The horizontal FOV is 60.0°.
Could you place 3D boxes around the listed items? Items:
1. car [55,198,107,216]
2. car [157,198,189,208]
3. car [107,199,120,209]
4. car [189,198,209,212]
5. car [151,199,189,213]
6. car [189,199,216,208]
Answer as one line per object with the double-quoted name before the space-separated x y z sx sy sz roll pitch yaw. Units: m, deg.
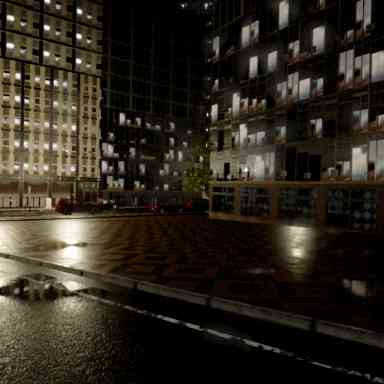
"car" -12.495 1.646 36.827 5.009 1.841 2.192 1 1 -34
"car" -3.021 1.785 52.823 4.829 1.417 1.752 1 1 -34
"car" -12.251 1.721 46.535 4.403 1.369 2.008 1 1 -34
"car" 1.559 1.782 46.404 5.009 1.841 2.192 1 1 -34
"car" -3.131 1.966 43.216 4.507 1.381 1.887 1 1 -34
"car" 1.803 1.873 56.112 4.313 1.339 1.947 1 1 -34
